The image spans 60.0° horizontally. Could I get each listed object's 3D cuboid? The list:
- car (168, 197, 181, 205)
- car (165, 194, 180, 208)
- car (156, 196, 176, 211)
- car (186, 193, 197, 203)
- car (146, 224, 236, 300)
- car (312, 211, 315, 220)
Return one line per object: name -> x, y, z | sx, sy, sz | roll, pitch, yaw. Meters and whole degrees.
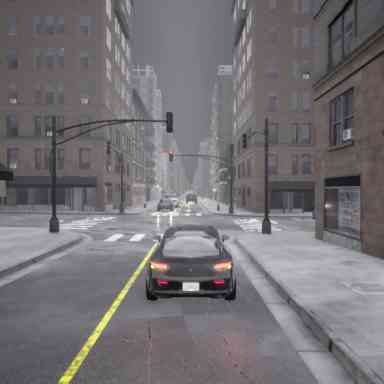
car -> -3.248, 1.640, 61.953 | 2.033, 1.411, 5.357 | 0, 0, 0
car -> -3.247, 1.294, 51.140 | 2.150, 2.045, 5.566 | 0, 0, 0
car -> -3.236, 1.556, 40.842 | 1.837, 1.490, 4.892 | 0, 0, -2
car -> -0.113, 1.330, 70.107 | 2.150, 2.045, 5.566 | 0, 0, 0
car -> -0.018, 1.527, 8.236 | 1.812, 1.442, 4.674 | 0, 0, 0
car -> 12.276, 1.721, 26.856 | 5.008, 1.535, 1.882 | 1, 0, -1
